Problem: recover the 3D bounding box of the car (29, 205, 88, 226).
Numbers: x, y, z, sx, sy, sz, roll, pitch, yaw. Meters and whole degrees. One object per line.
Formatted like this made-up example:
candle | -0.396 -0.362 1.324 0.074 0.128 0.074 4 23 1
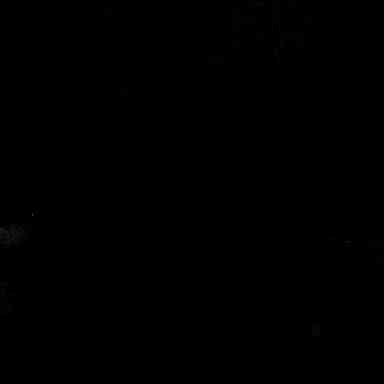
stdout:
car | -11.220 1.877 28.034 4.553 1.767 2.097 -1 -1 -1
